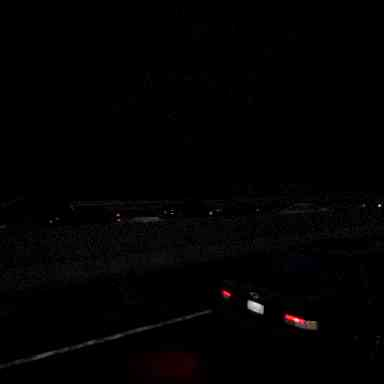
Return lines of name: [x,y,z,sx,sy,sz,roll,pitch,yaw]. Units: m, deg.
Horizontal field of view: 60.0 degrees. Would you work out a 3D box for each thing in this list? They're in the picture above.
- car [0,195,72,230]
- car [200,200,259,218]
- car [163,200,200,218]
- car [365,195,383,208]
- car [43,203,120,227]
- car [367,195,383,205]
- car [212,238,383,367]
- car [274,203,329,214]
car: [-10.440,1.215,21.447,5.566,2.045,2.150,0,0,-38]
car: [3.506,1.431,27.968,4.902,1.511,2.128,0,0,-35]
car: [-0.300,1.459,29.373,4.892,1.490,1.837,0,0,-37]
car: [20.566,1.280,35.809,4.892,1.490,1.837,-1,0,-35]
car: [-6.627,1.555,20.634,4.181,1.385,1.994,0,0,-35]
car: [28.767,1.147,50.185,5.357,1.411,2.033,-1,1,-35]
car: [2.870,1.544,5.789,5.357,1.411,2.033,0,0,-35]
car: [7.276,1.470,22.060,4.674,1.442,1.812,0,0,-35]
